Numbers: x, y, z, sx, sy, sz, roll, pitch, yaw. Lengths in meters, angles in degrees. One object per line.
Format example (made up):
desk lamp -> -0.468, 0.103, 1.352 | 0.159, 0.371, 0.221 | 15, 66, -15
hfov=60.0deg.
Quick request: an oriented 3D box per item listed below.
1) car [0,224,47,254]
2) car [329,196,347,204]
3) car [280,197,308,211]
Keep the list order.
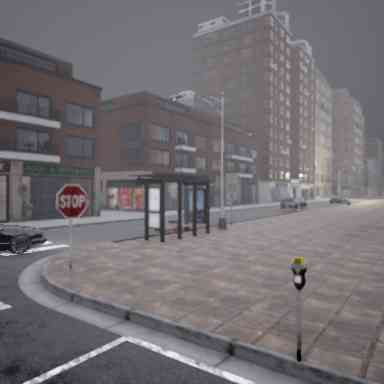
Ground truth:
car -> -7.396, 1.378, 10.258 | 2.033, 1.411, 5.357 | 1, 0, 35
car -> 24.036, 1.310, 54.633 | 1.895, 1.301, 4.718 | 0, 0, 36
car -> 11.297, 1.249, 36.649 | 2.128, 1.511, 4.902 | 0, 0, 35
